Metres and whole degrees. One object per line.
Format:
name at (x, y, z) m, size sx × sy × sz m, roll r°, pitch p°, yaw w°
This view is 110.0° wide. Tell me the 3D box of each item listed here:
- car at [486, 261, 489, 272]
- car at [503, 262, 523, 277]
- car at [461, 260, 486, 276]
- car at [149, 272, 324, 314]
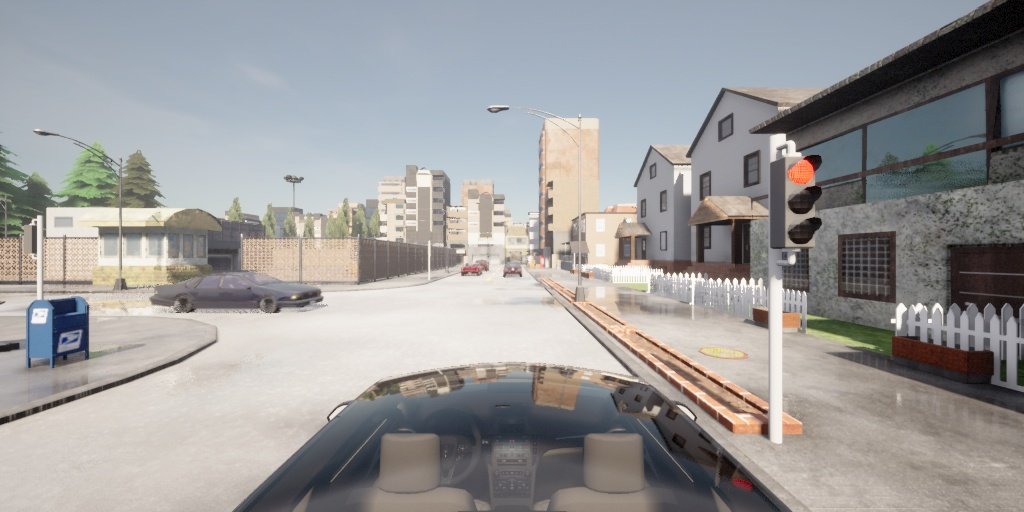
car at (-4.112, 1.227, 47.681) m, size 1.882 × 1.535 × 5.008 m, roll 0°, pitch 0°, yaw 0°
car at (0.078, 1.297, 36.122) m, size 2.033 × 1.411 × 5.357 m, roll 0°, pitch 0°, yaw 0°
car at (-4.121, 1.351, 37.175) m, size 1.895 × 1.301 × 4.718 m, roll 0°, pitch 0°, yaw 0°
car at (-9.930, 1.297, 13.135) m, size 5.357 × 1.411 × 2.033 m, roll 0°, pitch 0°, yaw 1°
